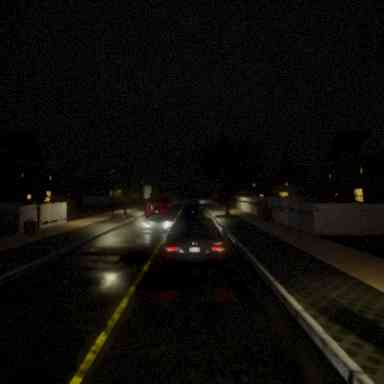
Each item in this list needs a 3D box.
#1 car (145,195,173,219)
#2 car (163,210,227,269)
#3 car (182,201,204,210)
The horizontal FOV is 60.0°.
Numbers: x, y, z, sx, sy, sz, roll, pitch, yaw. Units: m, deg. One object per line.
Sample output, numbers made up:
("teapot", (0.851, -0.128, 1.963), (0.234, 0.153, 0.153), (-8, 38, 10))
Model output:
("car", (-2.856, 1.275, 29.798), (2.150, 2.045, 5.566), (0, 0, 0))
("car", (0.079, 1.558, 11.174), (2.033, 1.411, 5.357), (0, 0, 0))
("car", (0.081, 1.533, 30.369), (1.882, 1.535, 5.008), (0, -1, 0))
